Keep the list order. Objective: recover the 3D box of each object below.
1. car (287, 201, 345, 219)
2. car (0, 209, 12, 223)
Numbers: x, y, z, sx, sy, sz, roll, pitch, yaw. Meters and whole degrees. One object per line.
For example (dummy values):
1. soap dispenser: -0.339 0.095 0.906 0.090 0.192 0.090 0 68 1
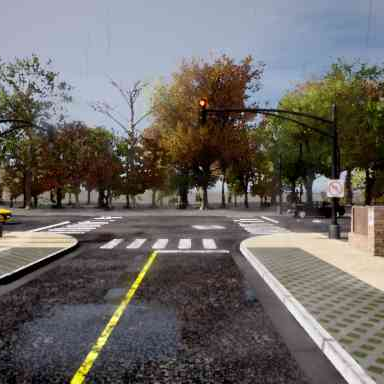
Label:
1. car: 10.985 1.556 29.559 4.892 1.490 1.837 0 0 0
2. car: -15.084 1.423 22.880 5.008 1.535 1.882 0 0 0
